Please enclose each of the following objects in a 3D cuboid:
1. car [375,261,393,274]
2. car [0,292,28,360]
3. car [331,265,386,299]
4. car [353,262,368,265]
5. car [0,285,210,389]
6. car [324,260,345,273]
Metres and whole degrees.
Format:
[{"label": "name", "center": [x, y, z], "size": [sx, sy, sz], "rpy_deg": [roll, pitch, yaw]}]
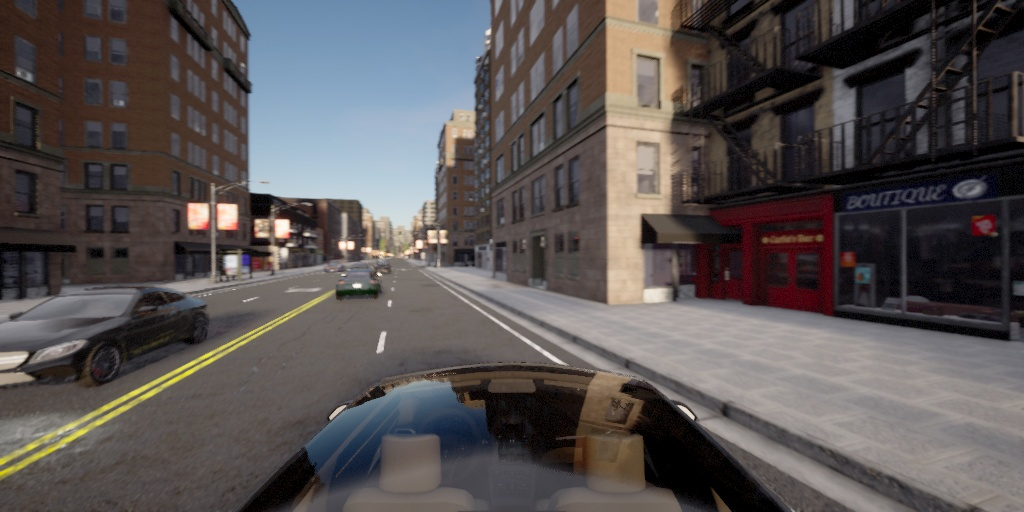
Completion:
[{"label": "car", "center": [-15.877, 1.402, 44.307], "size": [1.837, 1.490, 4.892], "rpy_deg": [0, 0, -17]}, {"label": "car", "center": [-10.667, 1.440, 5.218], "size": [1.895, 1.301, 4.718], "rpy_deg": [0, 0, -17]}, {"label": "car", "center": [-7.888, 1.383, 18.771], "size": [1.994, 1.385, 4.181], "rpy_deg": [0, 0, -17]}, {"label": "car", "center": [-21.278, 1.527, 50.353], "size": [1.994, 1.385, 4.181], "rpy_deg": [0, 0, -17]}, {"label": "car", "center": [-7.799, 1.341, 6.935], "size": [1.812, 1.442, 4.674], "rpy_deg": [0, 0, -17]}, {"label": "car", "center": [-24.392, 1.332, 49.416], "size": [2.097, 1.767, 4.553], "rpy_deg": [0, 0, -17]}]
